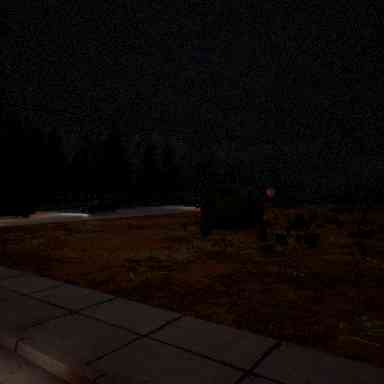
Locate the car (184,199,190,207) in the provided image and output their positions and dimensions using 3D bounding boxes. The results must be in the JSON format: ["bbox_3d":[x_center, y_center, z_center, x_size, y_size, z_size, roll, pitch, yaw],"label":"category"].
[{"bbox_3d":[0.709,1.504,51.364,1.882,1.535,5.008,0,0,37],"label":"car"}]

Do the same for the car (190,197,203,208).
[{"bbox_3d":[2.195,1.532,47.239,1.837,1.490,4.892,0,0,36],"label":"car"}]

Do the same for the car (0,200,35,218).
[{"bbox_3d":[-16.171,1.504,28.617,1.882,1.535,5.008,0,0,36],"label":"car"}]

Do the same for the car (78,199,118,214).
[{"bbox_3d":[-10.252,1.553,36.615,1.812,1.442,4.674,0,0,37],"label":"car"}]
